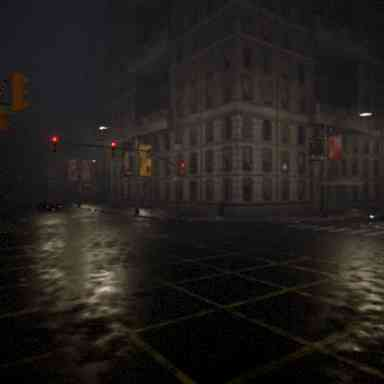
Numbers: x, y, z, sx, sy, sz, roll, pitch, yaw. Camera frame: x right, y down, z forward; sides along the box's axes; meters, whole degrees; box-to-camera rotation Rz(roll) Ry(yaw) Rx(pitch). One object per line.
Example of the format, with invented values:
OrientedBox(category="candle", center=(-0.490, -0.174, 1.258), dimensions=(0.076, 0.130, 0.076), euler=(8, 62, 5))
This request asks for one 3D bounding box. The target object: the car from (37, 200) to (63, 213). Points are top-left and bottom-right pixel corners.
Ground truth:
OrientedBox(category="car", center=(-15.967, 1.586, 37.155), dimensions=(1.895, 1.301, 4.718), euler=(0, 0, -35))
